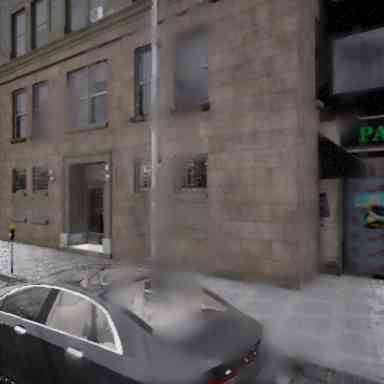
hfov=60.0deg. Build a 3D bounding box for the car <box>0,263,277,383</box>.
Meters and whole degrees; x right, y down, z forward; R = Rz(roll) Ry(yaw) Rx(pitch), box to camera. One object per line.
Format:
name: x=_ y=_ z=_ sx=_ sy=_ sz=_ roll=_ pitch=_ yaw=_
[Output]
car: x=-1.236 y=1.560 z=3.960 sx=4.403 sy=1.369 sz=2.008 roll=0 pitch=0 yaw=36
